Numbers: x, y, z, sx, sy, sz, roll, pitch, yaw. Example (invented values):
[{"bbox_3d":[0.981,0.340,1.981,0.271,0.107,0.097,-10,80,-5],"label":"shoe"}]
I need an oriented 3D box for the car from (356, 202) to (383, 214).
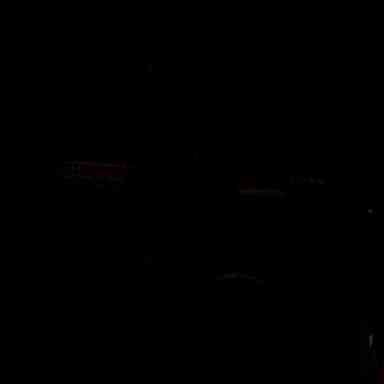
[{"bbox_3d":[20.261,1.832,39.346,2.008,1.369,4.403,1,-1,-36],"label":"car"}]

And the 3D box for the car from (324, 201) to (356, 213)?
[{"bbox_3d":[16.413,1.798,40.203,2.033,1.411,5.357,2,-1,-36],"label":"car"}]

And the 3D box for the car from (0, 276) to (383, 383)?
[{"bbox_3d":[-0.533,1.547,2.690,5.357,1.411,2.033,0,0,-36],"label":"car"}]
